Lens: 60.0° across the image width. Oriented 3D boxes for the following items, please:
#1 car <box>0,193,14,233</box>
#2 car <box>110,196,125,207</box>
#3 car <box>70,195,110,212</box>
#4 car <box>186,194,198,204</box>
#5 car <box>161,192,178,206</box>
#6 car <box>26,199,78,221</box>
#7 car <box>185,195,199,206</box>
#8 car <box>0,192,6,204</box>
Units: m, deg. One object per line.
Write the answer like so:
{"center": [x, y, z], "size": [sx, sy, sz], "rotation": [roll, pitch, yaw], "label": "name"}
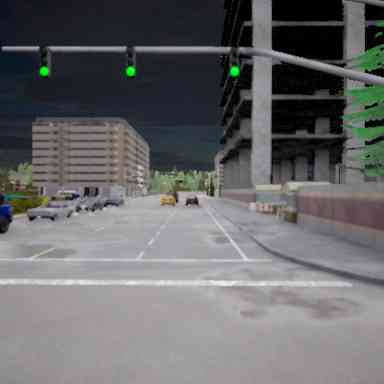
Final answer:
{"center": [-10.602, 1.098, 15.491], "size": [2.150, 2.045, 5.566], "rotation": [0, 0, 0], "label": "car"}
{"center": [-10.519, 1.308, 45.467], "size": [2.033, 1.411, 5.357], "rotation": [0, 0, 0], "label": "car"}
{"center": [-10.586, 1.293, 34.892], "size": [2.128, 1.511, 4.902], "rotation": [0, 0, 0], "label": "car"}
{"center": [-0.011, 1.221, 59.274], "size": [2.128, 1.511, 4.902], "rotation": [0, 0, 0], "label": "car"}
{"center": [-3.480, 1.238, 49.282], "size": [1.882, 1.535, 5.008], "rotation": [0, 0, 0], "label": "car"}
{"center": [-10.603, 1.440, 25.255], "size": [1.895, 1.301, 4.718], "rotation": [0, 0, 0], "label": "car"}
{"center": [0.014, 1.247, 48.989], "size": [1.882, 1.535, 5.008], "rotation": [0, 0, 0], "label": "car"}
{"center": [-32.291, 0.898, 52.607], "size": [4.605, 1.855, 1.932], "rotation": [0, 0, 0], "label": "car"}
